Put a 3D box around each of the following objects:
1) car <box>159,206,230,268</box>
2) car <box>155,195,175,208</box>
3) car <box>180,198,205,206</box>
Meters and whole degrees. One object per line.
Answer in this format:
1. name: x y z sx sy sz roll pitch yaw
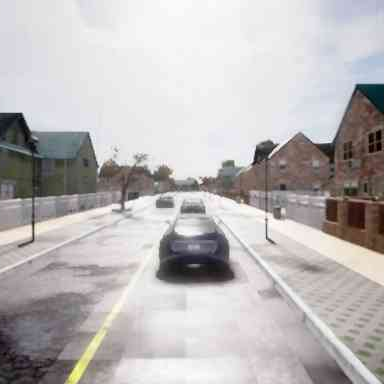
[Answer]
1. car: 0.071 1.368 10.598 1.994 1.385 4.181 0 1 0
2. car: -2.851 0.972 35.823 1.895 1.301 4.718 0 1 0
3. car: 0.075 1.130 26.350 1.895 1.301 4.718 0 1 0
